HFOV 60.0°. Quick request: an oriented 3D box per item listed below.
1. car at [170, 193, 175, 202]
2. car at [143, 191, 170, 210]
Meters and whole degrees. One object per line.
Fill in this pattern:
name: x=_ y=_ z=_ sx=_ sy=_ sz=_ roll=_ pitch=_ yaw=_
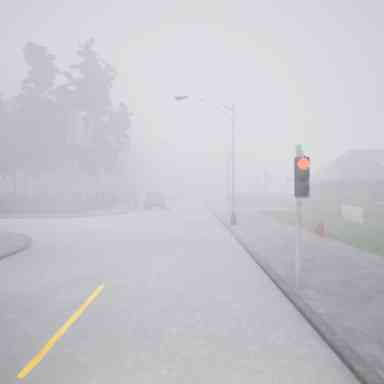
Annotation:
car: x=-4.025 y=1.011 z=58.690 sx=1.837 sy=1.490 sz=4.892 roll=0 pitch=0 yaw=0
car: x=-4.094 y=0.905 z=37.442 sx=2.150 sy=2.045 sz=5.566 roll=0 pitch=0 yaw=0
